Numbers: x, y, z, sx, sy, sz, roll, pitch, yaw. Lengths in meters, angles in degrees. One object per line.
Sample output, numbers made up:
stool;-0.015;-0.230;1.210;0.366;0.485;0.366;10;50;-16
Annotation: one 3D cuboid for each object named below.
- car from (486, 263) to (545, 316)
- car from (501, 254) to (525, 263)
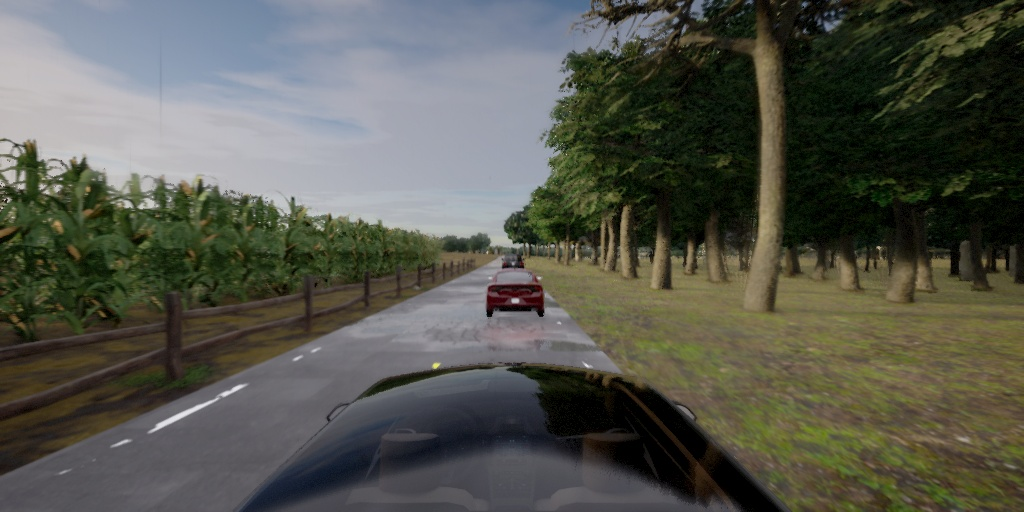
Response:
car;0.104;1.187;13.228;1.882;1.535;5.008;0;0;0
car;0.109;0.817;35.847;2.150;2.045;5.566;0;0;0
